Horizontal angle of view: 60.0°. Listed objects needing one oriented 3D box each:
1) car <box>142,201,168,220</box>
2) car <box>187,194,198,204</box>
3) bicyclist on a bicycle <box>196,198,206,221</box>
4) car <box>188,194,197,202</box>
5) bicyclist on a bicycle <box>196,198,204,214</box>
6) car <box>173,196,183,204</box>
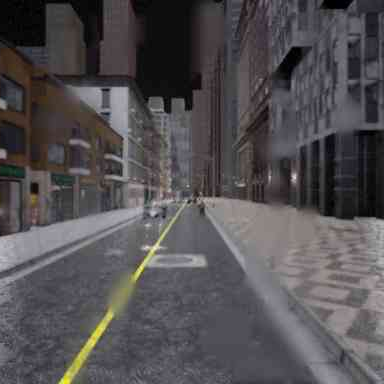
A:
[{"bbox_3d":[-3.089,1.536,28.773,2.128,1.511,4.902,0,0,0],"label":"car"},{"bbox_3d":[0.058,1.656,69.185,1.837,1.490,4.892,0,-1,1],"label":"car"},{"bbox_3d":[0.829,1.492,26.322,0.582,1.620,1.656,0,-1,0],"label":"bicyclist on a bicycle"},{"bbox_3d":[0.008,1.429,81.911,2.150,2.045,5.566,0,0,0],"label":"car"},{"bbox_3d":[0.824,1.498,36.098,0.866,1.612,1.509,0,0,0],"label":"bicyclist on a bicycle"},{"bbox_3d":[-2.992,1.674,69.996,2.128,1.511,4.902,0,0,0],"label":"car"}]
